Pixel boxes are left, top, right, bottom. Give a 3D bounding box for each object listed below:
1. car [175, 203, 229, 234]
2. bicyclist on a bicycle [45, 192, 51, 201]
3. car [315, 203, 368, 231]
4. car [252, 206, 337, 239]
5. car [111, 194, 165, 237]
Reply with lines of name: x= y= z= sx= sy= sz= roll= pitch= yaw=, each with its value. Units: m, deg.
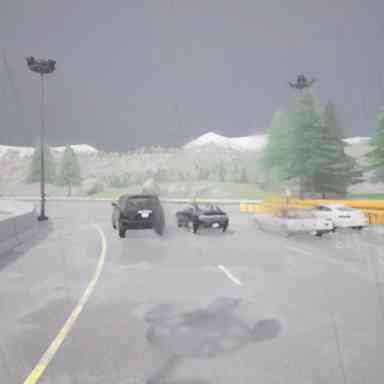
car: x=0.400 y=1.369 z=18.352 sx=2.128 sy=1.511 sz=4.902 roll=0 pitch=1 yaw=-18
bicyclist on a bicycle: x=-29.144 y=0.868 z=67.667 sx=0.582 sy=1.620 sz=1.656 roll=1 pitch=-20 yaw=24
car: x=7.727 y=1.358 z=18.859 sx=1.812 sy=1.442 sz=4.674 roll=0 pitch=1 yaw=-16
car: x=4.746 y=1.472 z=16.665 sx=1.895 sy=1.301 sz=4.718 roll=0 pitch=1 yaw=-15
car: x=-2.978 y=1.125 z=17.710 sx=2.150 sy=2.045 sz=5.566 roll=0 pitch=1 yaw=-18
